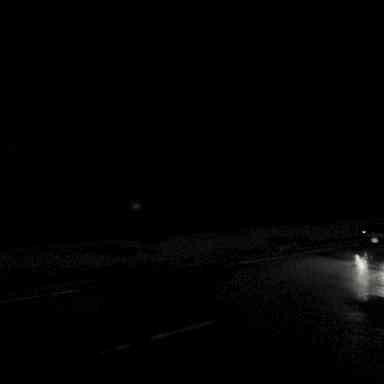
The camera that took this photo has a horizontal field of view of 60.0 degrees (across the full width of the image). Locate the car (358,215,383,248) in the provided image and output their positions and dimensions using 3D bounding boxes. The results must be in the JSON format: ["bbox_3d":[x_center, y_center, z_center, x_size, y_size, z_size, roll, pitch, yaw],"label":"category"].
[{"bbox_3d":[8.932,1.588,14.054,4.902,1.511,2.128,0,0,-36],"label":"car"}]
